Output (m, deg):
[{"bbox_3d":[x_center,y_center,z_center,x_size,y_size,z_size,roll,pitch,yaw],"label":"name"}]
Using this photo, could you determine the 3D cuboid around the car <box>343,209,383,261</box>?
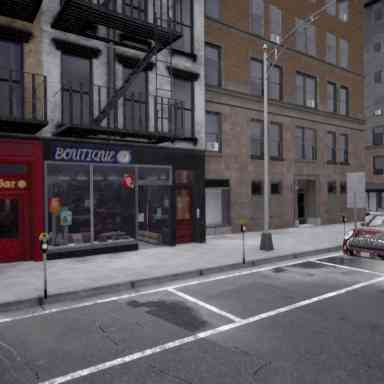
[{"bbox_3d":[7.051,1.441,11.606,4.097,1.590,1.967,0,-1,-36],"label":"car"}]

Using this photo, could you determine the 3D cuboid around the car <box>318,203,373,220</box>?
[{"bbox_3d":[14.319,1.744,31.183,1.994,1.385,4.181,-1,0,-36],"label":"car"}]
